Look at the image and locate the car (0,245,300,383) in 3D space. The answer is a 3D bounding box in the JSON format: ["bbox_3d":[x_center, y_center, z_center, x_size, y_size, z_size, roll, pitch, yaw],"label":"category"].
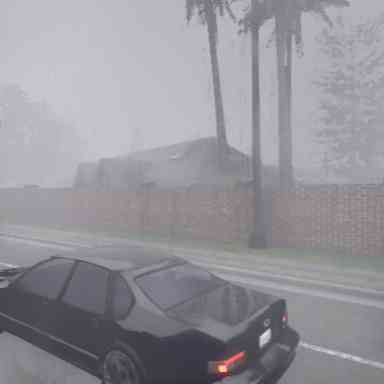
[{"bbox_3d":[-1.289,1.530,4.888,5.357,1.411,2.033,0,0,36],"label":"car"}]
